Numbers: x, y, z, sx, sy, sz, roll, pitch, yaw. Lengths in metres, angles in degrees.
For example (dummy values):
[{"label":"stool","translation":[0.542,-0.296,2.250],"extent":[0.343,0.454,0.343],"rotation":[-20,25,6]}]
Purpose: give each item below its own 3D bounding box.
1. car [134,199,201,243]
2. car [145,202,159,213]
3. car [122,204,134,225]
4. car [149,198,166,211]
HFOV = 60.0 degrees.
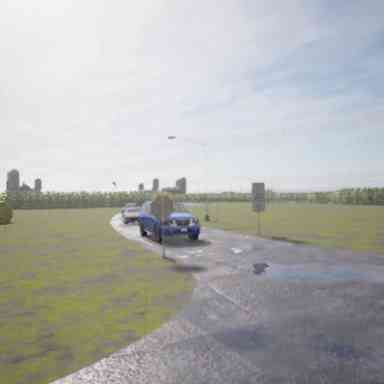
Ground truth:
[{"label":"car","translation":[-1.425,1.537,18.662],"extent":[2.150,2.045,5.566],"rotation":[-1,-1,-22]},{"label":"car","translation":[-5.827,2.337,49.460],"extent":[1.812,1.442,4.674],"rotation":[-1,-1,-4]},{"label":"car","translation":[-5.196,2.081,29.763],"extent":[2.033,1.411,5.357],"rotation":[-1,-1,-15]},{"label":"car","translation":[-6.127,2.195,59.786],"extent":[2.150,2.045,5.566],"rotation":[-1,-1,2]}]
